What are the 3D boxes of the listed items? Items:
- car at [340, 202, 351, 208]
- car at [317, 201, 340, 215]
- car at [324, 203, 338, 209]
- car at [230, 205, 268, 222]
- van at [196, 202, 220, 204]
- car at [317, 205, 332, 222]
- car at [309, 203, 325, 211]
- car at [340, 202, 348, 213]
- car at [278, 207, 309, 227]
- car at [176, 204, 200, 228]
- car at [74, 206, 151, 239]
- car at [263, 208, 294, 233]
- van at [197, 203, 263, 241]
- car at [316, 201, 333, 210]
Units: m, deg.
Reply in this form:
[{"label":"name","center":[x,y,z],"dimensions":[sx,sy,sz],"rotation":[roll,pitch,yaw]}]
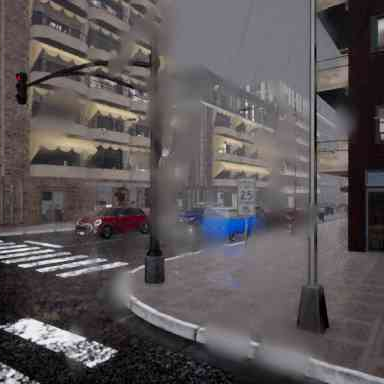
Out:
[{"label":"car","center":[40.159,3.376,86.706],"dimensions":[1.752,1.417,4.829],"rotation":[-1,-2,35]},{"label":"car","center":[18.485,2.462,46.228],"dimensions":[2.128,1.511,4.902],"rotation":[0,-1,35]},{"label":"car","center":[30.622,3.064,73.301],"dimensions":[1.887,1.381,4.507],"rotation":[-1,-2,35]},{"label":"car","center":[5.953,2.140,34.124],"dimensions":[1.837,1.490,4.892],"rotation":[0,-1,36]},{"label":"van","center":[1.719,1.903,32.684],"dimensions":[1.690,1.788,3.998],"rotation":[-1,-2,35]},{"label":"car","center":[11.763,2.233,32.396],"dimensions":[2.008,1.369,4.403],"rotation":[-1,-2,35]},{"label":"car","center":[24.199,2.890,64.272],"dimensions":[1.802,1.307,4.206],"rotation":[-1,-2,35]},{"label":"car","center":[25.971,2.723,56.754],"dimensions":[1.837,1.490,4.892],"rotation":[0,-1,36]},{"label":"car","center":[8.552,2.158,27.881],"dimensions":[1.802,1.307,4.206],"rotation":[-1,-2,35]},{"label":"car","center":[0.629,1.985,26.648],"dimensions":[1.812,1.442,4.674],"rotation":[0,-1,36]},{"label":"car","center":[-4.511,1.639,19.385],"dimensions":[2.097,1.767,4.553],"rotation":[0,-1,35]},{"label":"car","center":[5.341,2.035,23.368],"dimensions":[1.947,1.339,4.313],"rotation":[-1,-2,35]},{"label":"van","center":[2.267,1.704,18.762],"dimensions":[1.690,1.788,3.998],"rotation":[-1,-2,35]},{"label":"car","center":[27.409,2.729,68.792],"dimensions":[2.192,1.841,5.009],"rotation":[-1,-2,35]}]
